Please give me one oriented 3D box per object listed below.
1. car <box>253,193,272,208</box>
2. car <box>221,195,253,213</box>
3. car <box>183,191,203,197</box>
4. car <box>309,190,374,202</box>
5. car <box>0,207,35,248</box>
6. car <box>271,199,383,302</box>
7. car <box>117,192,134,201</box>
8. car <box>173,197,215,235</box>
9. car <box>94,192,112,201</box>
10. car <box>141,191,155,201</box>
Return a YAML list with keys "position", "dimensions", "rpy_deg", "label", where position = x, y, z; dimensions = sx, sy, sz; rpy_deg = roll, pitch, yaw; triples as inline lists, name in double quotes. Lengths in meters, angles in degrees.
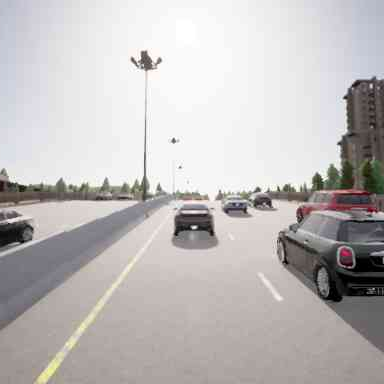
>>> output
- position: [7.110, 0.865, 34.970]
  dimensions: [1.837, 1.490, 4.892]
  rpy_deg: [0, 1, 0]
  label: "car"
- position: [3.608, 1.025, 28.862]
  dimensions: [2.033, 1.411, 5.357]
  rpy_deg: [0, 1, 0]
  label: "car"
- position: [0.110, 0.719, 34.702]
  dimensions: [2.097, 1.767, 4.553]
  rpy_deg: [0, 1, 0]
  label: "car"
- position: [7.105, 0.929, 16.782]
  dimensions: [2.150, 2.045, 5.566]
  rpy_deg: [0, 1, 0]
  label: "car"
- position: [-7.096, 1.305, 11.162]
  dimensions: [2.128, 1.511, 4.902]
  rpy_deg: [0, 1, 0]
  label: "car"
- position: [3.602, 1.223, 8.132]
  dimensions: [2.097, 1.767, 4.553]
  rpy_deg: [0, 1, 0]
  label: "car"
- position: [-10.485, 0.732, 52.968]
  dimensions: [2.033, 1.411, 5.357]
  rpy_deg: [0, -1, 0]
  label: "car"
- position: [0.105, 1.213, 16.734]
  dimensions: [1.837, 1.490, 4.892]
  rpy_deg: [0, 1, 0]
  label: "car"
- position: [-13.987, 0.693, 52.682]
  dimensions: [1.837, 1.490, 4.892]
  rpy_deg: [0, -1, 0]
  label: "car"
- position: [-6.985, 0.507, 52.982]
  dimensions: [2.128, 1.511, 4.902]
  rpy_deg: [0, -1, 0]
  label: "car"
